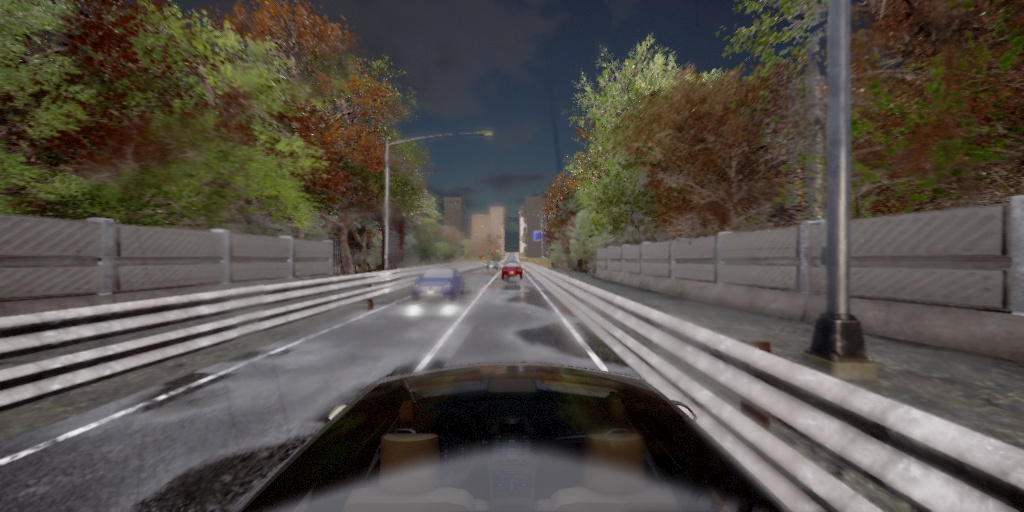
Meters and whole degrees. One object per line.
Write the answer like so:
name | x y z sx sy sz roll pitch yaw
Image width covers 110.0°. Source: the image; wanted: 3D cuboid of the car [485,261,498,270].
car | -3.276 1.538 59.426 2.128 1.511 4.902 0 -1 1

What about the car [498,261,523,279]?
car | 0.006 1.243 32.516 1.882 1.535 5.008 0 0 0

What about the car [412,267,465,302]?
car | -3.335 1.240 16.990 1.812 1.442 4.674 0 0 0
